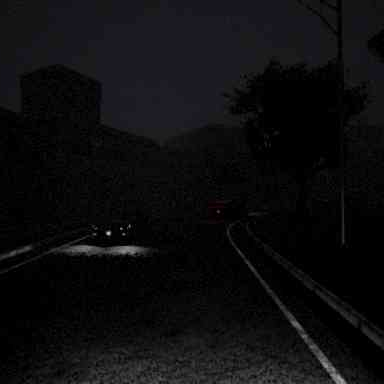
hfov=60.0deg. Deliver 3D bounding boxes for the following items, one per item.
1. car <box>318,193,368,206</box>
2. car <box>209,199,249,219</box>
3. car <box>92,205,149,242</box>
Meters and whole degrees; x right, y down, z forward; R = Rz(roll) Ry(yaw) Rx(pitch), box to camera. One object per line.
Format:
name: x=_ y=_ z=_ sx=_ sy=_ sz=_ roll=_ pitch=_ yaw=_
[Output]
car: x=16.972 y=0.868 z=37.448 sx=5.357 sy=1.411 sz=2.033 roll=-2 pitch=-2 yaw=-12
car: x=3.073 y=1.286 z=26.991 sx=1.882 sy=1.535 sz=5.008 roll=-2 pitch=0 yaw=27
car: x=-3.330 y=1.453 z=16.250 sx=1.837 sy=1.490 sz=4.892 roll=-1 pitch=0 yaw=3
